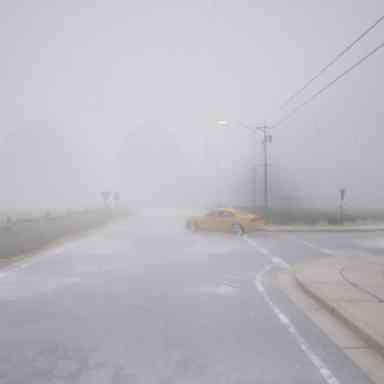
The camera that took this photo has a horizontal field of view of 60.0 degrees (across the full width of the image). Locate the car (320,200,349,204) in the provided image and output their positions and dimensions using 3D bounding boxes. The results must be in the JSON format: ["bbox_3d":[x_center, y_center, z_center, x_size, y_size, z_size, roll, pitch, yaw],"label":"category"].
[{"bbox_3d":[24.932,2.116,58.106,5.008,1.535,1.882,0,-1,2],"label":"car"}]

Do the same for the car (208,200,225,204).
[{"bbox_3d":[3.922,2.078,53.383,1.812,1.442,4.674,0,0,35],"label":"car"}]

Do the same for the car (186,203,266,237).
[{"bbox_3d":[1.902,1.701,19.895,5.008,1.535,1.882,0,1,37],"label":"car"}]
